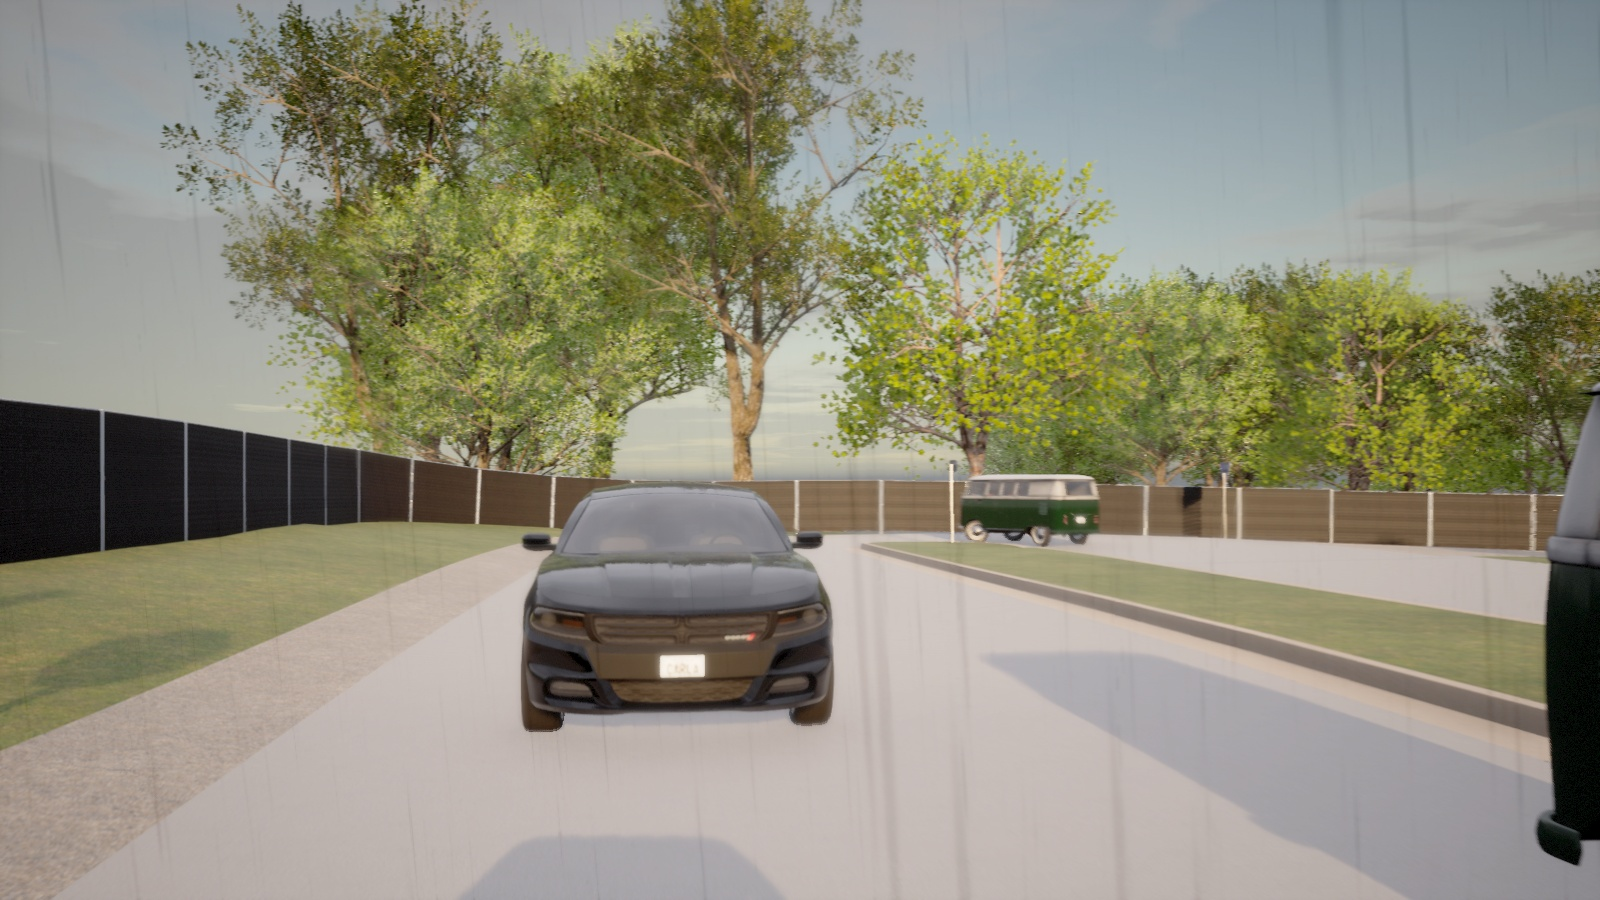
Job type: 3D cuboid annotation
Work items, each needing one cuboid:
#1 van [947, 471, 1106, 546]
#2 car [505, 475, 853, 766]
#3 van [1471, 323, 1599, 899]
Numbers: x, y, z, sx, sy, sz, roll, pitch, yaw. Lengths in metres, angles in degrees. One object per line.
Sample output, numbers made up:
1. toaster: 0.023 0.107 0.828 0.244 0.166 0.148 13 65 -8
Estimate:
1. van: 6.373 1.632 35.807 1.775 1.987 4.442 1 -2 -35
2. car: -0.951 0.982 9.326 1.882 1.535 5.008 0 -2 -7
3. van: 3.457 0.593 2.207 1.775 1.987 4.442 0 -1 -7
